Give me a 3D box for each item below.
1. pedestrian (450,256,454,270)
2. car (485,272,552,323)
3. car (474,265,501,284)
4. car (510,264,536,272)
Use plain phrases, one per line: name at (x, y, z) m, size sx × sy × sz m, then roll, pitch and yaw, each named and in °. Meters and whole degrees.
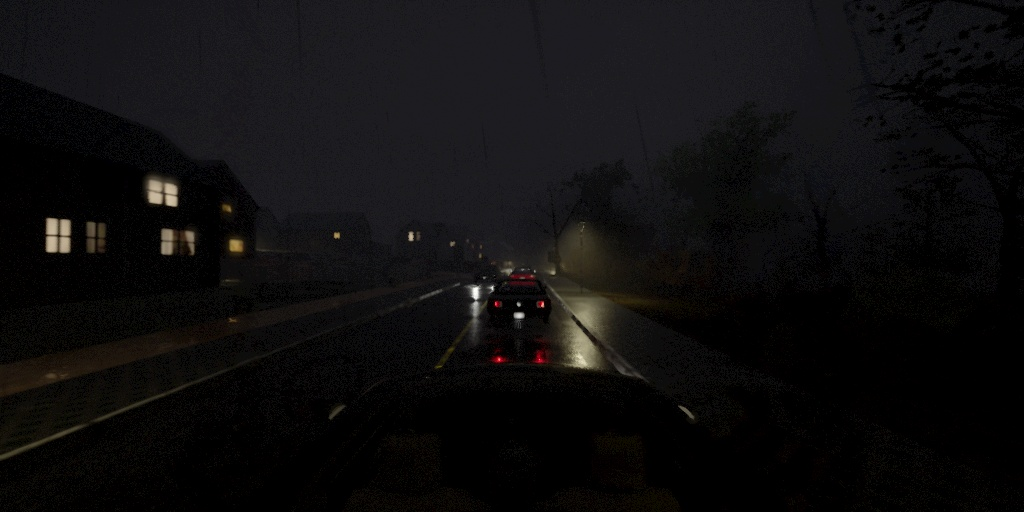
pedestrian at (-7.792, 0.870, 46.459) m, size 0.375 × 1.860 × 0.375 m, roll 0°, pitch -4°, yaw 3°
car at (0.273, 1.415, 12.413) m, size 1.895 × 1.301 × 4.718 m, roll 0°, pitch 0°, yaw 2°
car at (-1.927, 1.456, 29.473) m, size 1.837 × 1.490 × 4.892 m, roll 0°, pitch -1°, yaw 4°
car at (0.780, 1.479, 25.660) m, size 1.994 × 1.385 × 4.181 m, roll 0°, pitch 0°, yaw 3°
